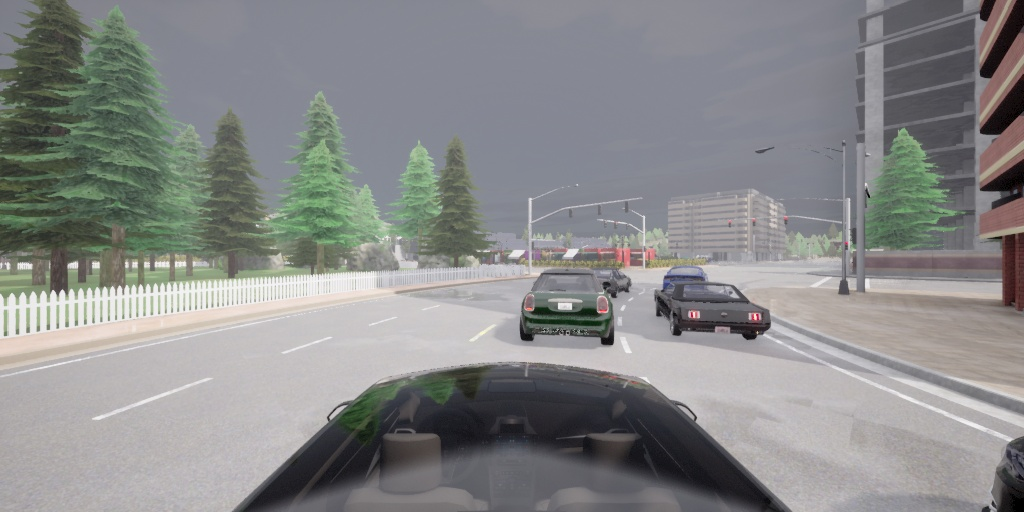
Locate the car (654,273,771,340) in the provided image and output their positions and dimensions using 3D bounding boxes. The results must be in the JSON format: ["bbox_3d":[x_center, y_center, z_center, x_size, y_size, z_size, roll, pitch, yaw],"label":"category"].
[{"bbox_3d":[5.227,1.351,10.092,1.895,1.301,4.718,0,0,14],"label":"car"}]

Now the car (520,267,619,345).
[{"bbox_3d":[1.598,1.102,9.792,2.097,1.767,4.553,0,0,12],"label":"car"}]

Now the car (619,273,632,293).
[{"bbox_3d":[4.827,1.297,18.552,2.033,1.411,5.357,0,0,29],"label":"car"}]

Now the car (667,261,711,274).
[{"bbox_3d":[9.082,1.228,18.605,1.882,1.535,5.008,0,0,30],"label":"car"}]
